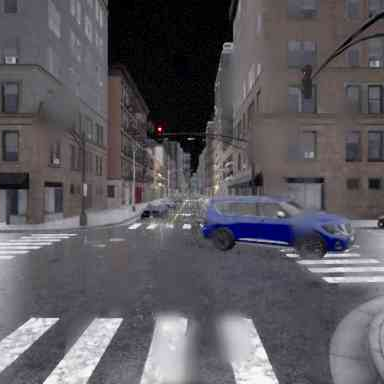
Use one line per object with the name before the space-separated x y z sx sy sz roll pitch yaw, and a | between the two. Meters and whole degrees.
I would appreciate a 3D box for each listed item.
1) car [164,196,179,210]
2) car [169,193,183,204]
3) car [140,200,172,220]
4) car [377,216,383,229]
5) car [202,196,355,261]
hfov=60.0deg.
car | -3.030 1.535 42.691 1.994 1.385 4.181 0 0 -1
car | -2.915 1.153 60.824 2.150 2.045 5.566 0 0 1
car | -3.079 1.592 27.782 1.895 1.301 4.718 0 0 1
car | 12.169 1.440 17.439 4.507 1.381 1.887 -1 0 1
car | 2.975 1.201 12.465 5.566 2.045 2.150 -1 1 37
